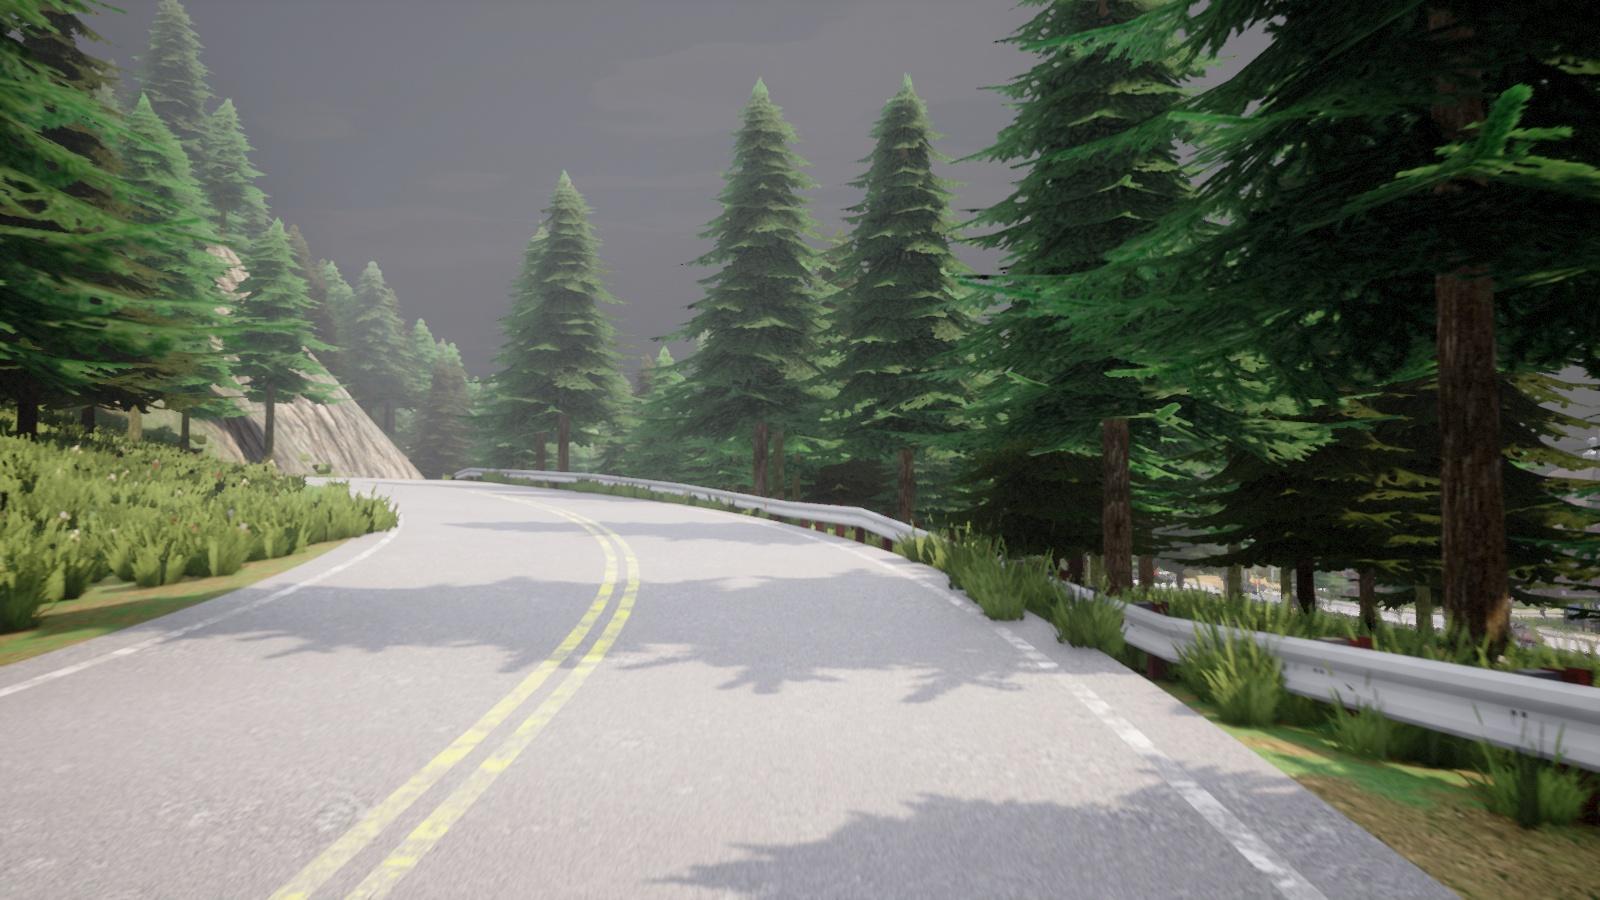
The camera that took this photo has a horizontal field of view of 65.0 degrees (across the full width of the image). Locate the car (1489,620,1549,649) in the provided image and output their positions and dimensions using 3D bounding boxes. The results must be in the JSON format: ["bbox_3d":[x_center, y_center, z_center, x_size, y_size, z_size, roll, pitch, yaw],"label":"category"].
[{"bbox_3d":[47.750,12.246,83.517,1.851,1.617,3.988,0,-4,4],"label":"car"}]
